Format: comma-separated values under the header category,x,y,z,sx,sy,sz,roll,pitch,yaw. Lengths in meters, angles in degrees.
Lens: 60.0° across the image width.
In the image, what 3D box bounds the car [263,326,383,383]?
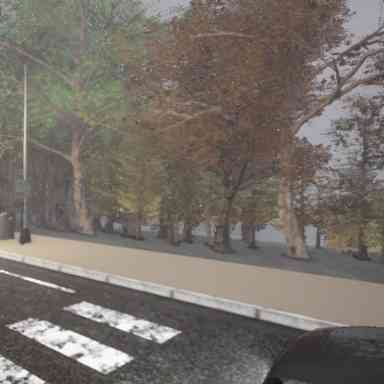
category,x,y,z,sx,sy,sz,roll,pitch,yaw
car,2.446,1.565,1.940,4.181,1.385,1.994,0,0,36
